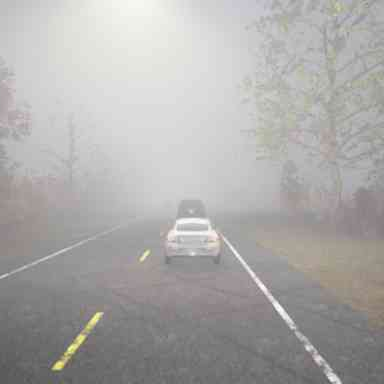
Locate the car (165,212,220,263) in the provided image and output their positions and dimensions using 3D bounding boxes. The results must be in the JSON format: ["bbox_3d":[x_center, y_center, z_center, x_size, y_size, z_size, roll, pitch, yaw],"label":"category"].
[{"bbox_3d":[0.025,1.676,12.437,1.812,1.442,4.674,0,-1,0],"label":"car"}]

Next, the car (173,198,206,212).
[{"bbox_3d":[-0.046,1.537,26.284,2.150,2.045,5.566,0,0,0],"label":"car"}]

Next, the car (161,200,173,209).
[{"bbox_3d":[-4.283,2.170,58.080,1.837,1.490,4.892,0,-1,-4],"label":"car"}]

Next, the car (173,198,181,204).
[{"bbox_3d":[-3.837,2.244,83.937,1.837,1.490,4.892,0,-1,-2],"label":"car"}]

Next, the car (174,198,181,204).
[{"bbox_3d":[-3.999,2.385,91.255,1.837,1.490,4.892,0,-1,0],"label":"car"}]
